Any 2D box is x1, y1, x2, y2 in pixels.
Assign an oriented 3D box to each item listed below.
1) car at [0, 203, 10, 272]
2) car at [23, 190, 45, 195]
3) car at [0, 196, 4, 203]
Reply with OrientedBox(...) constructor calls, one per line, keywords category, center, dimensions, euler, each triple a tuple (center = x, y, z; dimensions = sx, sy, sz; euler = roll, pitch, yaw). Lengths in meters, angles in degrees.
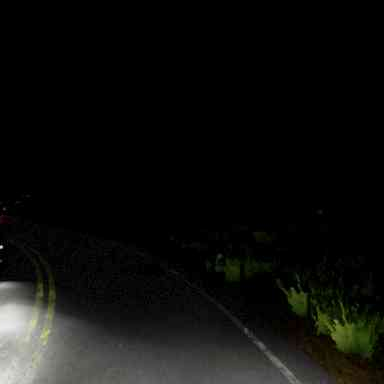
OrientedBox(category="car", center=(-6.517, 1.297, 9.562), dimensions=(2.128, 1.511, 4.902), euler=(1, 1, -35))
OrientedBox(category="car", center=(-19.833, 0.446, 42.325), dimensions=(1.994, 1.385, 4.181), euler=(-1, 2, 1))
OrientedBox(category="car", center=(-15.874, 0.703, 25.850), dimensions=(2.097, 1.767, 4.553), euler=(1, 1, -33))
